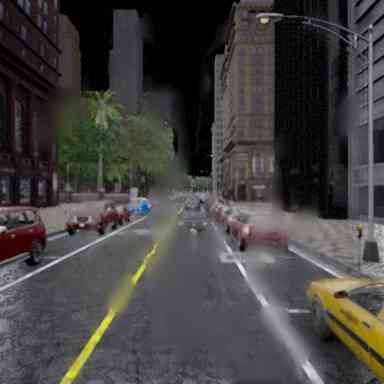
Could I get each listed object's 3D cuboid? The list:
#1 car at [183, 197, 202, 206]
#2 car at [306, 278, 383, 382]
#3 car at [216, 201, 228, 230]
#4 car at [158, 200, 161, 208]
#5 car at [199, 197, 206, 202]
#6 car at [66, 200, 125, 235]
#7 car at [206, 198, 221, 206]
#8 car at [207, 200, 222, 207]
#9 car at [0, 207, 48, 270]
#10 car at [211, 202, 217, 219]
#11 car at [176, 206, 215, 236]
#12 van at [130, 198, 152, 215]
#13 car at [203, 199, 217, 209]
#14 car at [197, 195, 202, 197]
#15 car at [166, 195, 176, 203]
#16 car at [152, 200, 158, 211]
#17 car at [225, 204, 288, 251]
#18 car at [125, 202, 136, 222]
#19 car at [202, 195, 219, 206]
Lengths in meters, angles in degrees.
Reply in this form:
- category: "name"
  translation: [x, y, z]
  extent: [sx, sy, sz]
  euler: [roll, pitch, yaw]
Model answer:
- category: "car"
  translation: [0.098, 1.749, 43.356]
  extent: [2.128, 1.511, 4.902]
  euler: [0, 0, 0]
- category: "car"
  translation: [2.760, 1.548, 3.825]
  extent: [1.752, 1.417, 4.829]
  euler: [0, 0, 0]
- category: "car"
  translation: [2.758, 1.557, 19.930]
  extent: [1.967, 1.590, 4.097]
  euler: [0, 0, 0]
- category: "car"
  translation: [-5.768, 1.894, 52.497]
  extent: [1.802, 1.307, 4.206]
  euler: [0, 0, 0]
- category: "car"
  translation: [2.755, 2.044, 89.927]
  extent: [1.752, 1.417, 4.829]
  euler: [0, 0, 0]
- category: "car"
  translation: [-5.767, 1.432, 19.942]
  extent: [2.192, 1.841, 5.009]
  euler: [0, 0, 0]
- category: "car"
  translation: [2.758, 1.742, 36.374]
  extent: [1.752, 1.417, 4.829]
  euler: [0, 0, 0]
- category: "car"
  translation: [2.758, 1.733, 30.779]
  extent: [2.008, 1.369, 4.403]
  euler: [0, 0, 0]
- category: "car"
  translation: [-5.766, 1.368, 9.090]
  extent: [2.192, 1.841, 5.009]
  euler: [0, 0, 0]
- category: "car"
  translation: [2.757, 1.694, 25.355]
  extent: [1.887, 1.381, 4.507]
  euler: [0, 0, 0]
- category: "car"
  translation: [0.099, 1.712, 19.121]
  extent: [1.895, 1.301, 4.718]
  euler: [0, 0, 0]
- category: "van"
  translation: [-5.768, 1.557, 36.220]
  extent: [1.690, 1.788, 3.998]
  euler: [0, 0, 0]
- category: "car"
  translation: [2.757, 1.878, 52.480]
  extent: [1.947, 1.339, 4.313]
  euler: [0, 0, 0]
- category: "car"
  translation: [2.756, 2.026, 78.916]
  extent: [1.947, 1.339, 4.313]
  euler: [0, 0, 0]
- category: "car"
  translation: [-5.770, 2.040, 84.356]
  extent: [2.008, 1.369, 4.403]
  euler: [0, 0, 0]
- category: "car"
  translation: [-5.768, 1.689, 41.646]
  extent: [1.967, 1.590, 4.097]
  euler: [0, 0, 0]
- category: "car"
  translation: [2.759, 1.524, 14.505]
  extent: [1.967, 1.590, 4.097]
  euler: [0, 0, 0]
- category: "car"
  translation: [-5.767, 1.694, 25.367]
  extent: [1.887, 1.381, 4.507]
  euler: [0, 0, 0]
- category: "car"
  translation: [2.757, 1.563, 41.631]
  extent: [2.192, 1.841, 5.009]
  euler: [0, 0, 0]
